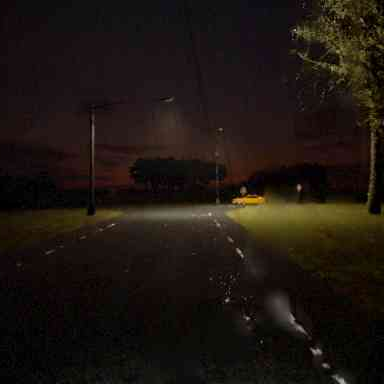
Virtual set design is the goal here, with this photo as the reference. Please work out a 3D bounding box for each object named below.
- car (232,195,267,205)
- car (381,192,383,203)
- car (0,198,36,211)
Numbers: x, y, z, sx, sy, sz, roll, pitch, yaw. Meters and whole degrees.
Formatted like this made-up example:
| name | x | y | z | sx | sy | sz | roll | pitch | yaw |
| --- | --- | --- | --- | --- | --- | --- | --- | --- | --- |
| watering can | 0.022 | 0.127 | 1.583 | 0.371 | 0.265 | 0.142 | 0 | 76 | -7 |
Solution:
| name | x | y | z | sx | sy | sz | roll | pitch | yaw |
| --- | --- | --- | --- | --- | --- | --- | --- | --- | --- |
| car | 8.318 | 1.185 | 48.320 | 5.008 | 1.535 | 1.882 | -1 | -2 | -1 |
| car | 24.557 | 0.679 | 41.626 | 4.674 | 1.442 | 1.812 | -1 | -2 | -1 |
| car | -21.907 | 1.526 | 41.083 | 5.008 | 1.535 | 1.882 | -1 | -2 | 0 |
